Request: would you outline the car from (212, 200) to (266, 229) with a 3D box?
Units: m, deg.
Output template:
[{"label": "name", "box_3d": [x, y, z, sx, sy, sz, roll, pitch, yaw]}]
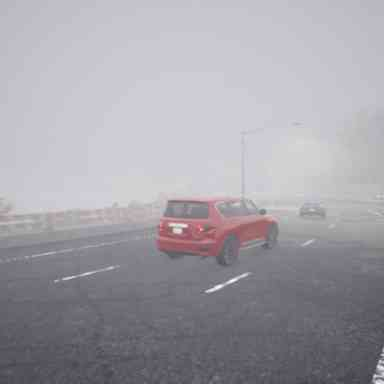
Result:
[{"label": "car", "box_3d": [3.182, 1.363, 21.536, 1.837, 1.490, 4.892, 0, 0, 30]}]

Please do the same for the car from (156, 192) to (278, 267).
[{"label": "car", "box_3d": [1.123, 1.148, 11.527, 2.150, 2.045, 5.566, 0, 1, 35]}]

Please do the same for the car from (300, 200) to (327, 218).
[{"label": "car", "box_3d": [10.338, 1.373, 28.226, 1.994, 1.385, 4.181, 0, 0, 24]}]
